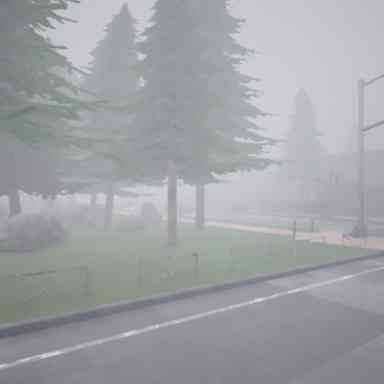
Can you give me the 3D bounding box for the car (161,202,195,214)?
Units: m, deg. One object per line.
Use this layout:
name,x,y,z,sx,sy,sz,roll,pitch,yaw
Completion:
car,-1.731,1.864,40.014,2.033,1.411,5.357,0,0,-34

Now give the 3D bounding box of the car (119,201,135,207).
car,-11.006,1.924,56.521,1.994,1.385,4.181,0,0,-25
